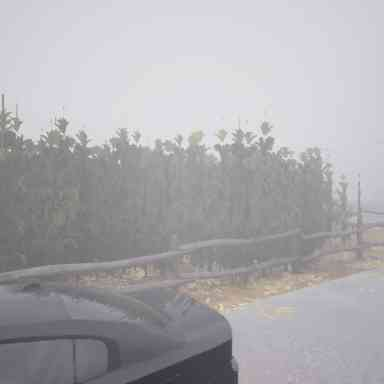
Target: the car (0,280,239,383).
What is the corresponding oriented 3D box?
[{"bbox_3d":[-1.927,1.477,2.122,5.008,1.535,1.882,0,0,-36],"label":"car"}]
